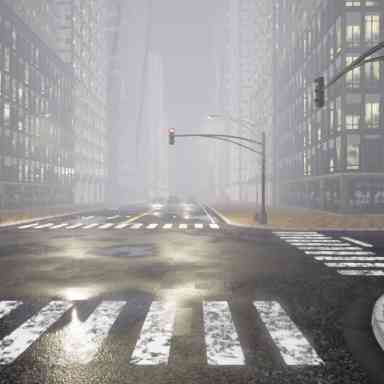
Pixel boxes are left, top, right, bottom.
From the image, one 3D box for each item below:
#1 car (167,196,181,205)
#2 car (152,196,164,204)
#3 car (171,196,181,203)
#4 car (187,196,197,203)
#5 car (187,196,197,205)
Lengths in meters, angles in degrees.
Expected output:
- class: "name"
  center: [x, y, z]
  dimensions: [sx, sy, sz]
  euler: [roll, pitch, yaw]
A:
- class: "car"
  center: [-3.284, 1.453, 60.149]
  dimensions: [2.097, 1.767, 4.553]
  euler: [0, 0, 0]
- class: "car"
  center: [-6.536, 1.608, 64.345]
  dimensions: [2.128, 1.511, 4.902]
  euler: [0, 0, 0]
- class: "car"
  center: [-3.289, 1.565, 70.209]
  dimensions: [1.895, 1.301, 4.718]
  euler: [0, 0, 0]
- class: "car"
  center: [-0.039, 1.541, 70.598]
  dimensions: [1.994, 1.385, 4.181]
  euler: [0, 0, 0]
- class: "car"
  center: [-0.034, 1.703, 60.626]
  dimensions: [1.895, 1.301, 4.718]
  euler: [0, 0, 0]
